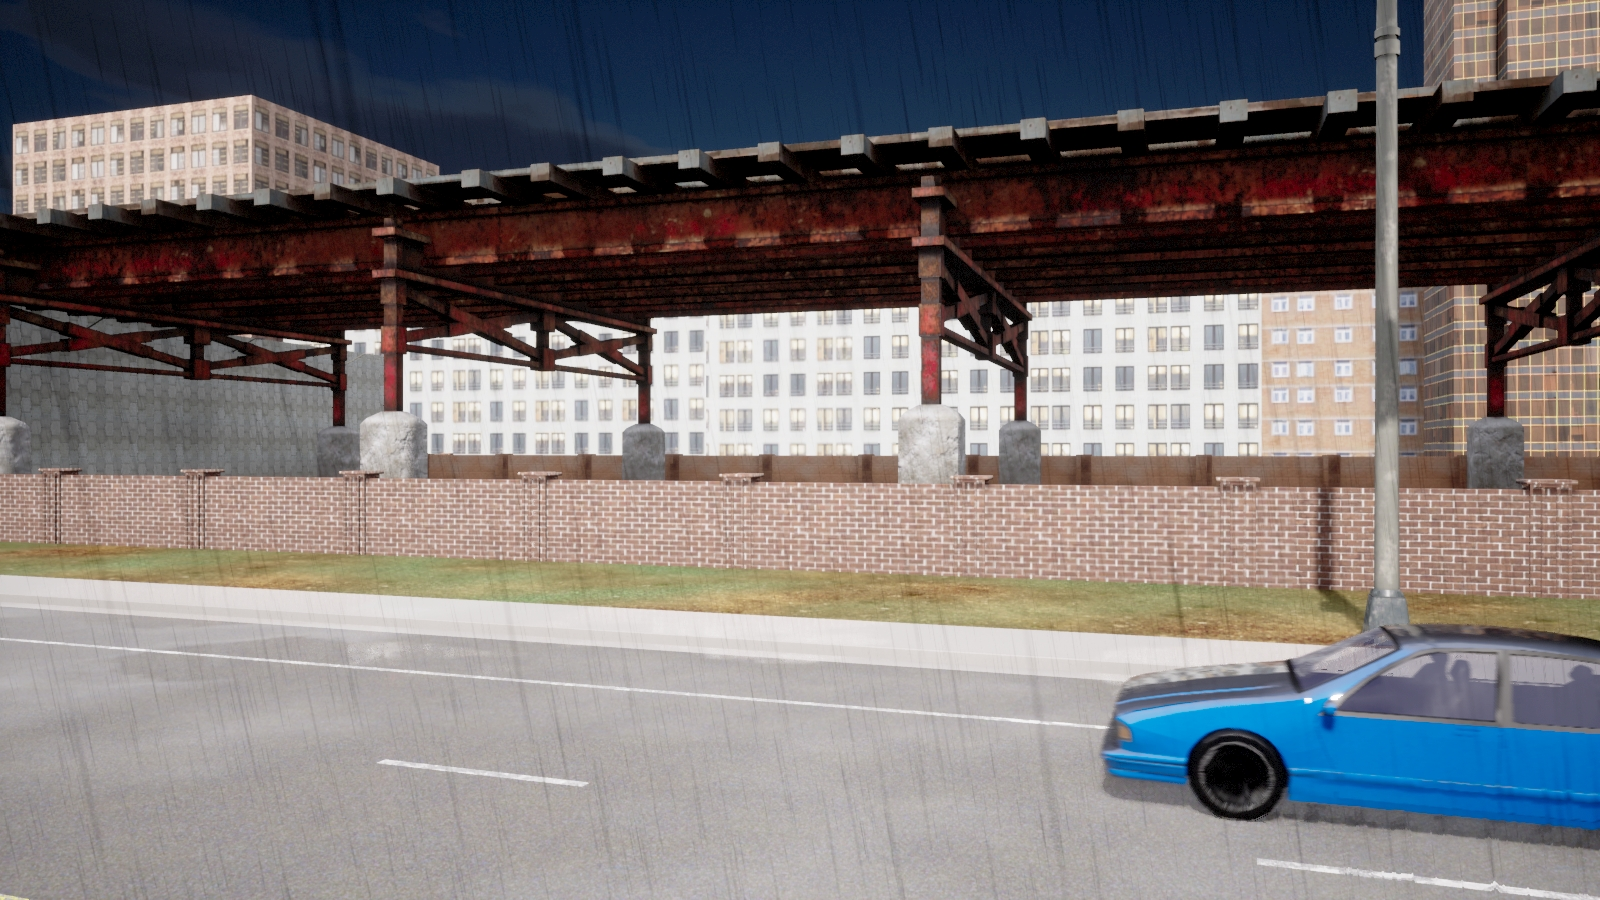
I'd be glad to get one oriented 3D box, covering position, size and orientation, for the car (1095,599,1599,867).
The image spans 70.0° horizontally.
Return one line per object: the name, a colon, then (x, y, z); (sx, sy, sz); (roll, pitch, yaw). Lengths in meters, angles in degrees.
car: (5.146, 2.106, 8.875); (5.357, 1.411, 2.033); (0, 0, 20)
